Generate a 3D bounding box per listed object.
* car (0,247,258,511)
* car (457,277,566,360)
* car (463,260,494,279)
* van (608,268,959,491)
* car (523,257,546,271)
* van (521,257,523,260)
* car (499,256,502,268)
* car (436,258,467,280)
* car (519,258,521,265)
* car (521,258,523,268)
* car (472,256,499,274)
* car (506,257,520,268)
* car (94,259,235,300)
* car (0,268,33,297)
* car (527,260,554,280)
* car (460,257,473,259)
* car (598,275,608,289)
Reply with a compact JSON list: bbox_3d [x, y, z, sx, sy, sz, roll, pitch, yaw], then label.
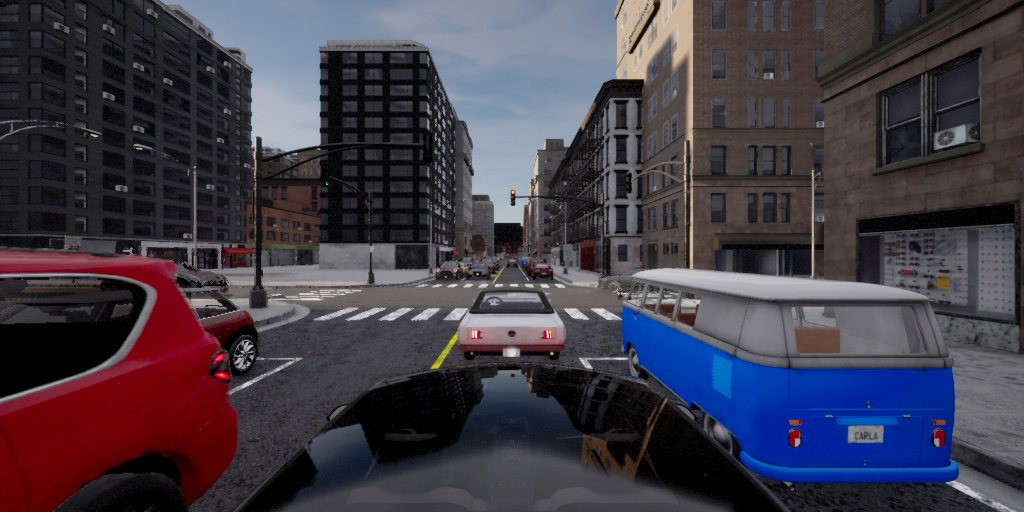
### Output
[{"bbox_3d":[-2.926,0.971,0.139,2.150,2.045,5.566,0,0,-1],"label":"car"},{"bbox_3d":[-0.006,1.351,8.309,1.895,1.301,4.718,0,0,0],"label":"car"},{"bbox_3d":[-2.883,1.313,31.569,1.994,1.385,4.181,0,0,-1],"label":"car"},{"bbox_3d":[2.637,1.091,4.523,1.690,1.789,3.998,0,0,0],"label":"van"},{"bbox_3d":[2.599,1.063,36.812,2.192,1.841,5.009,0,0,0],"label":"car"},{"bbox_3d":[2.580,1.086,53.042,1.690,1.789,3.998,0,0,0],"label":"van"},{"bbox_3d":[-2.890,1.099,49.064,2.097,1.767,4.553,0,0,0],"label":"car"},{"bbox_3d":[-5.420,1.188,31.394,1.967,1.591,4.097,0,0,0],"label":"car"},{"bbox_3d":[2.574,1.309,58.451,1.948,1.339,4.313,0,0,0],"label":"car"},{"bbox_3d":[2.587,1.292,47.632,1.888,1.381,4.507,0,0,0],"label":"car"},{"bbox_3d":[-2.876,1.100,40.189,2.097,1.767,4.553,0,0,0],"label":"car"},{"bbox_3d":[0.030,1.268,60.619,1.812,1.442,4.674,0,0,0],"label":"car"},{"bbox_3d":[-16.005,1.022,16.731,4.553,1.767,2.097,0,0,0],"label":"car"},{"bbox_3d":[-25.960,1.215,16.716,4.718,1.301,1.895,0,0,0],"label":"car"},{"bbox_3d":[2.605,1.294,31.403,1.888,1.381,4.507,0,0,0],"label":"car"},{"bbox_3d":[-5.432,1.062,42.213,2.192,1.841,5.009,0,0,0],"label":"car"},{"bbox_3d":[7.041,1.359,20.402,4.181,1.385,1.994,0,0,11],"label":"car"}]
